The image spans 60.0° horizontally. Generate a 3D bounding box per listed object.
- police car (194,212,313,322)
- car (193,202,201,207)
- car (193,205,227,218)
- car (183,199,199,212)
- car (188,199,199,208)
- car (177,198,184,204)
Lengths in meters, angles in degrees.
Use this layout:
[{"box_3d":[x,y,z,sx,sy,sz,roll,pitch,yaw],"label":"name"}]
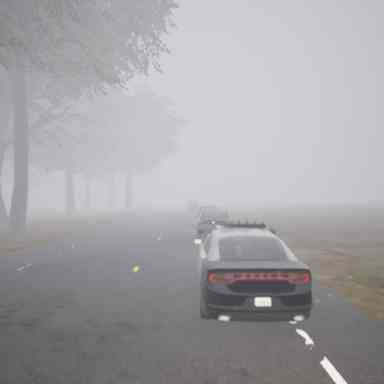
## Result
[{"box_3d":[1.089,1.485,7.636,1.930,1.638,5.238,0,0,0],"label":"police car"},{"box_3d":[1.152,1.700,23.529,1.837,1.490,4.892,0,-1,0],"label":"car"},{"box_3d":[1.128,1.648,17.527,1.837,1.490,4.892,0,-1,0],"label":"car"},{"box_3d":[0.212,1.949,45.203,2.033,1.411,5.357,0,-1,1],"label":"car"},{"box_3d":[0.257,2.092,62.928,1.882,1.535,5.008,0,-1,0],"label":"car"},{"box_3d":[-3.116,2.450,95.244,2.097,1.767,4.553,0,-1,0],"label":"car"}]
